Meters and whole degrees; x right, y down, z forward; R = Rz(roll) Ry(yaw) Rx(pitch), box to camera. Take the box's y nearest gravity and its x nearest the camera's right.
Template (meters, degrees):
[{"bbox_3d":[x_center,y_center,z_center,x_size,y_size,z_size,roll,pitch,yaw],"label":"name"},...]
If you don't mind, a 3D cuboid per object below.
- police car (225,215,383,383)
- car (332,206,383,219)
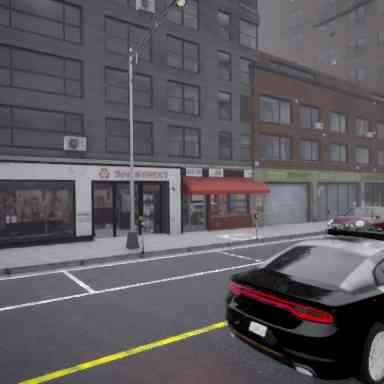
[{"bbox_3d":[2.887,1.423,5.494,5.238,1.638,1.930,0,0,-36],"label":"police car"},{"bbox_3d":[8.456,1.435,16.440,4.097,1.590,1.967,0,-1,-35],"label":"car"}]
